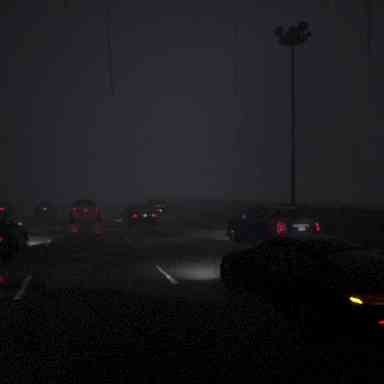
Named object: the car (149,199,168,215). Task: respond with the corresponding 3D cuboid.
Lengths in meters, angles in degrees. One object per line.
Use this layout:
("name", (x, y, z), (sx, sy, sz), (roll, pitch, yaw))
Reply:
("car", (-3.814, 1.527, 34.268), (1.837, 1.490, 4.892), (0, 0, -19))

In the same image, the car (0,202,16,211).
("car", (-16.852, 1.558, 29.116), (1.812, 1.442, 4.674), (0, 0, -19))

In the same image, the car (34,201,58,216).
("car", (-14.659, 1.596, 33.482), (1.994, 1.385, 4.181), (0, 0, -19))

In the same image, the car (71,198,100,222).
("car", (-8.587, 1.374, 26.673), (2.097, 1.767, 4.553), (0, 0, -19))

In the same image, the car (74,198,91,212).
("car", (-13.257, 1.513, 40.089), (1.882, 1.535, 5.008), (0, 0, -19))

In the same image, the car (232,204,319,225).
("car", (3.245, 1.357, 13.992), (2.097, 1.767, 4.553), (0, 0, -19))

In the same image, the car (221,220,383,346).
("car", (2.172, 1.527, 6.428), (1.812, 1.442, 4.674), (0, 0, -19))

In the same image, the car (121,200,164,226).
("car", (-3.834, 1.565, 23.670), (2.033, 1.411, 5.357), (0, 0, -19))

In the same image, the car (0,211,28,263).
("car", (-7.057, 1.577, 11.647), (1.994, 1.385, 4.181), (0, 0, -19))
